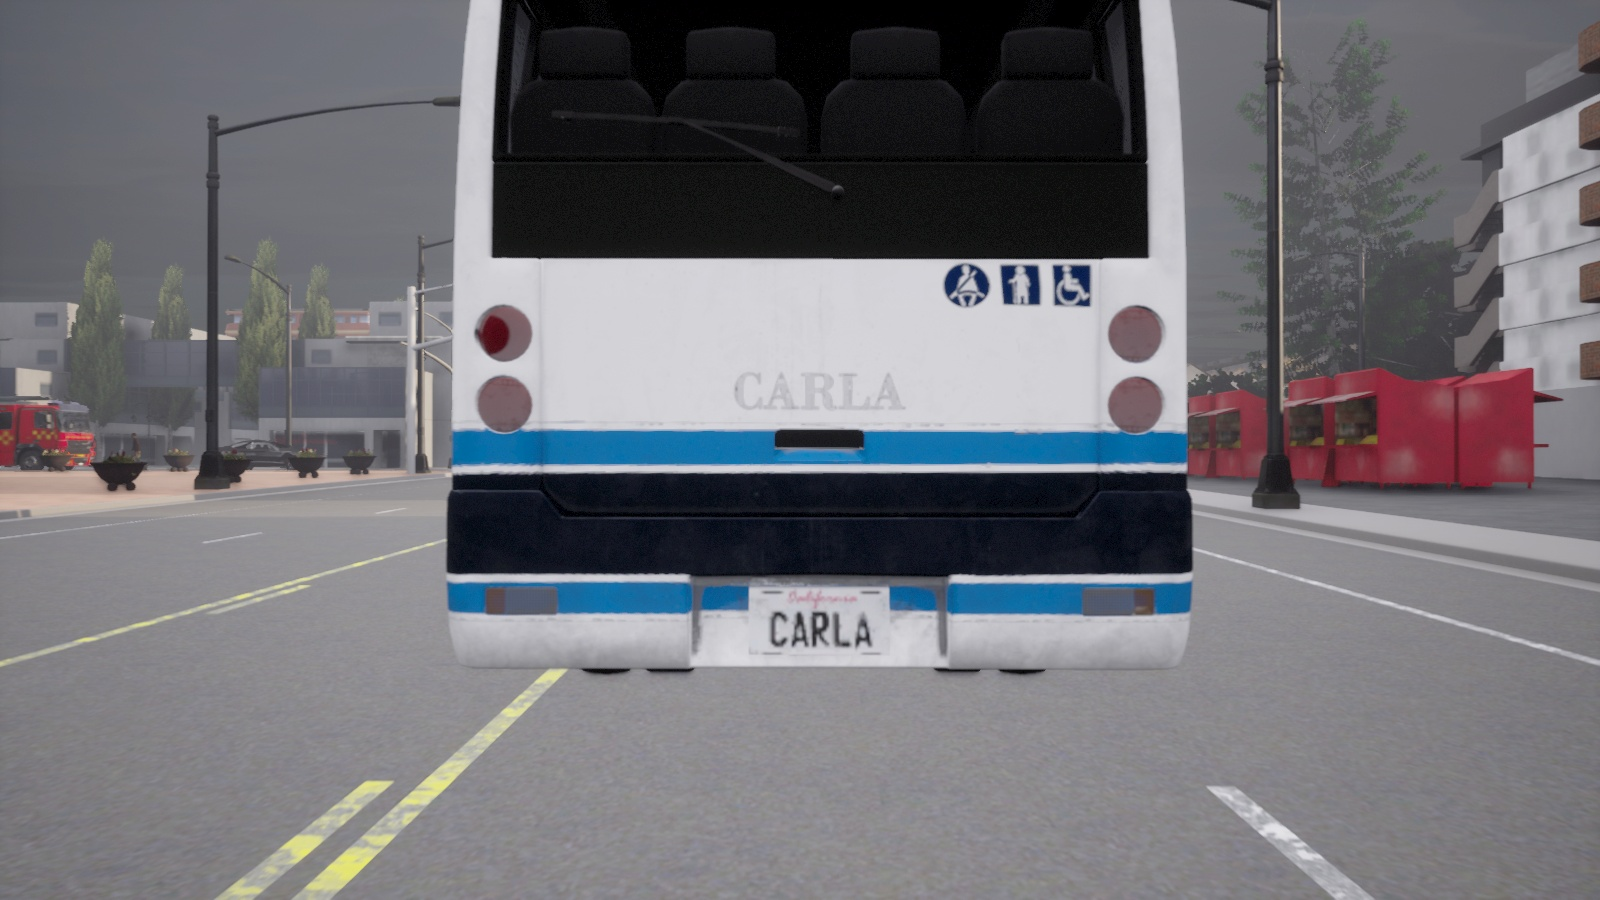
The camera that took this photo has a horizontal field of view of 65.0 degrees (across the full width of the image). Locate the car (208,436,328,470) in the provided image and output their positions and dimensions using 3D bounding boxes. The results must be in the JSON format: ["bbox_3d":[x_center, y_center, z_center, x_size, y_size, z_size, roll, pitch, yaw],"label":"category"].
[{"bbox_3d":[-26.218,0.135,62.009,5.027,1.651,2.152,0,0,1],"label":"car"}]

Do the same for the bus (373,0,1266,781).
[{"bbox_3d":[0.097,-0.705,10.693,3.944,4.253,10.273,0,0,0],"label":"bus"}]

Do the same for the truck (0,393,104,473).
[{"bbox_3d":[-39.484,-0.814,62.173,8.468,3.827,2.891,0,0,1],"label":"truck"}]

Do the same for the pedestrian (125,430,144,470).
[{"bbox_3d":[-30.663,-0.011,57.850,0.703,1.840,0.431,0,0,-14],"label":"pedestrian"}]
